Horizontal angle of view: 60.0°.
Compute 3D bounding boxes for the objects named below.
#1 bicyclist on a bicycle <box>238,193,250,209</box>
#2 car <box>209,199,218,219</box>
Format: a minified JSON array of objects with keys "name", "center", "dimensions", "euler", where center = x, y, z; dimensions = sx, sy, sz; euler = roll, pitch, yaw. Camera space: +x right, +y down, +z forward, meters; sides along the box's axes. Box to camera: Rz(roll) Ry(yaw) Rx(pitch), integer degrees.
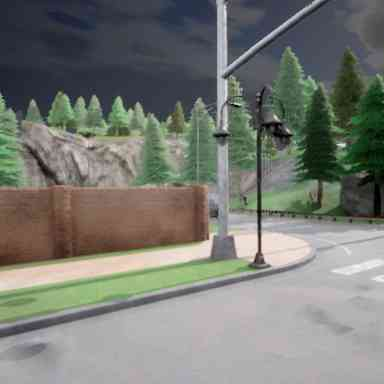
[{"name":"bicyclist on a bicycle","center":[4.940,0.880,32.053],"dimensions":[1.656,1.620,0.582],"euler":[-23,17,-32]},{"name":"car","center":[0.678,1.180,26.032],"dimensions":[2.097,1.767,4.553],"euler":[-1,0,-34]}]
